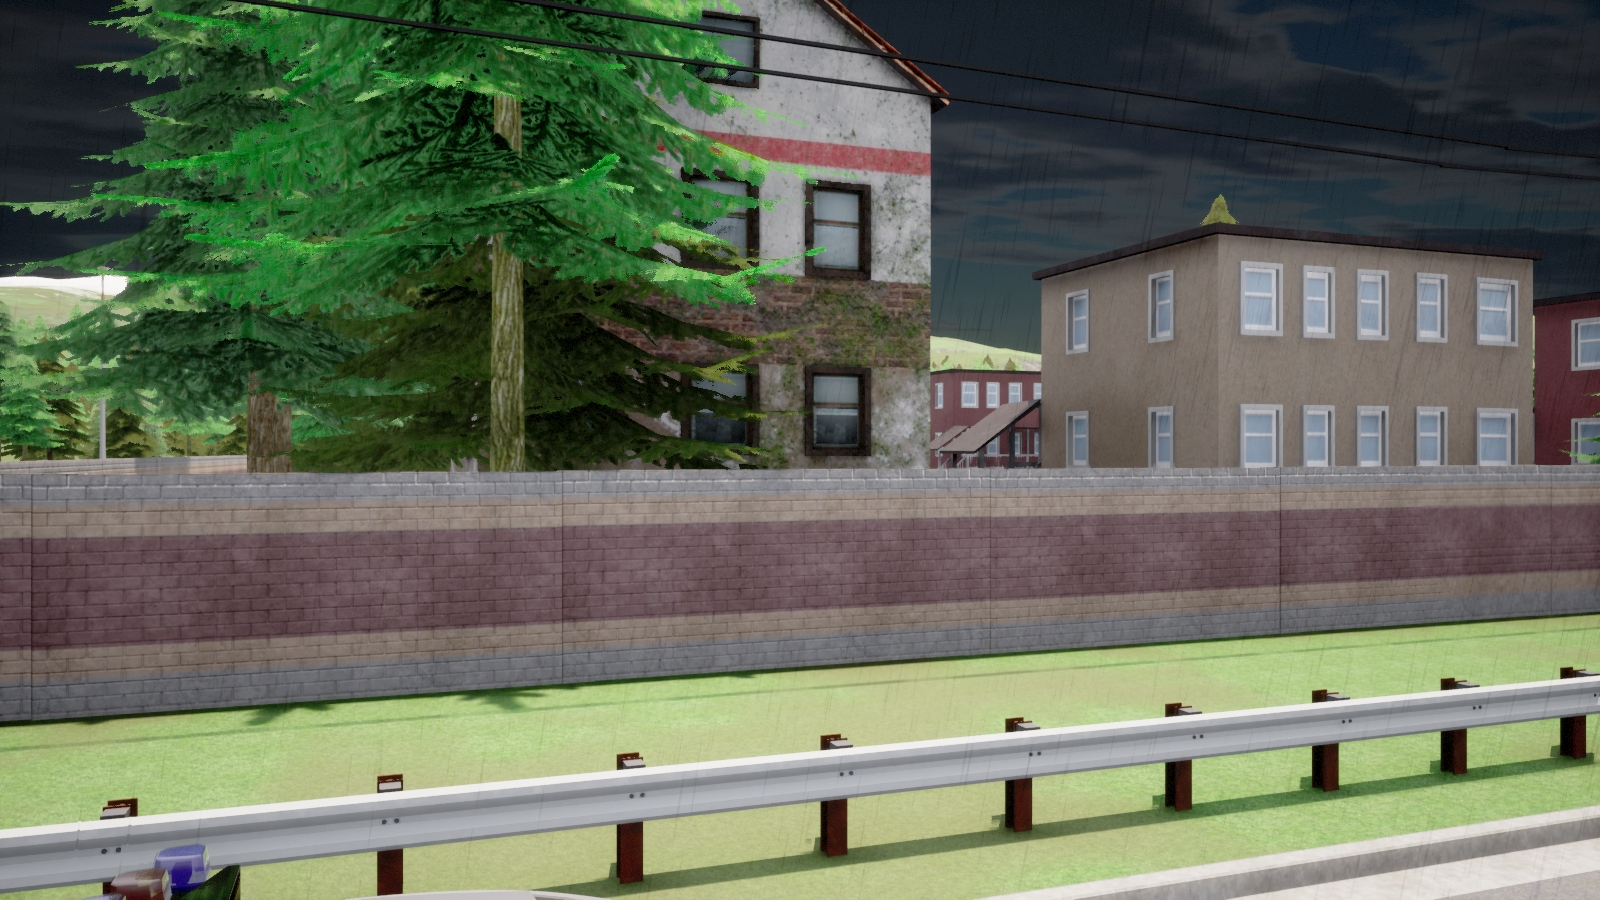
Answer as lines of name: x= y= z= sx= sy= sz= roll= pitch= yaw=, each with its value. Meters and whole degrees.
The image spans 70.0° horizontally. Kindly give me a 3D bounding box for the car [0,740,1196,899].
car: x=-1.671 y=1.982 z=2.695 sx=5.238 sy=1.638 sz=2.097 roll=0 pitch=0 yaw=-20
